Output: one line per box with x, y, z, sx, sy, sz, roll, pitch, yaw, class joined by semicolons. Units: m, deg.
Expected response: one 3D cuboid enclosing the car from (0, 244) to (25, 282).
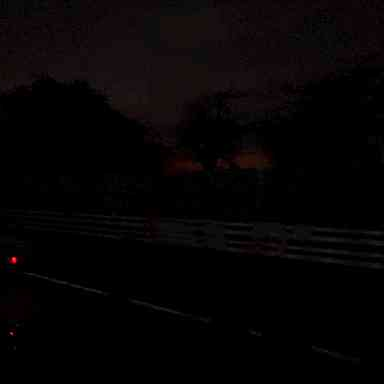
-6.396;1.631;8.558;4.718;1.301;1.895;0;0;36;car
